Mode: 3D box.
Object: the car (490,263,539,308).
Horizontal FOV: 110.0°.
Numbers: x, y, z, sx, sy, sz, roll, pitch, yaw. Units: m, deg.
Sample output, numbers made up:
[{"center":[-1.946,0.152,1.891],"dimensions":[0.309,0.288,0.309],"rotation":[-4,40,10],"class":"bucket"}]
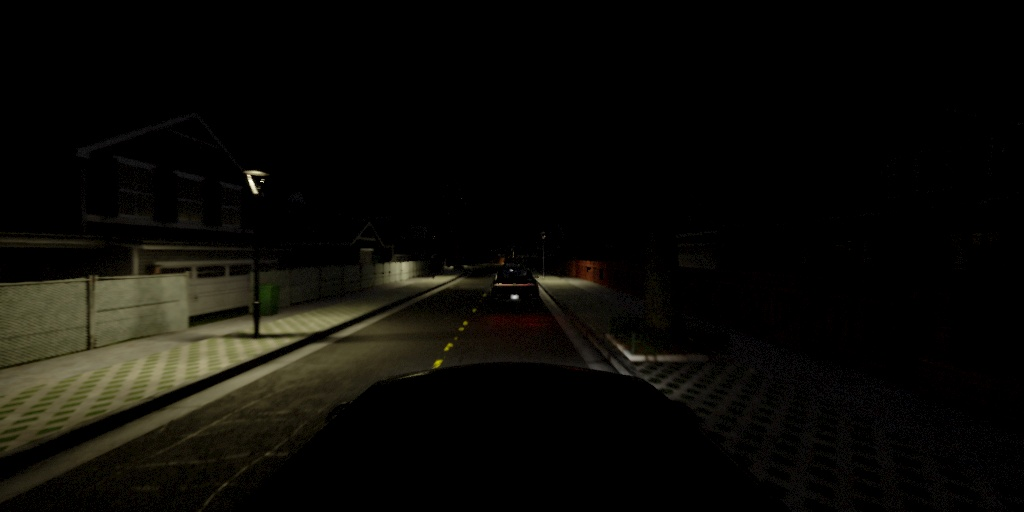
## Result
[{"center":[0.095,1.237,15.072],"dimensions":[2.128,1.511,4.902],"rotation":[0,0,0],"class":"car"}]
